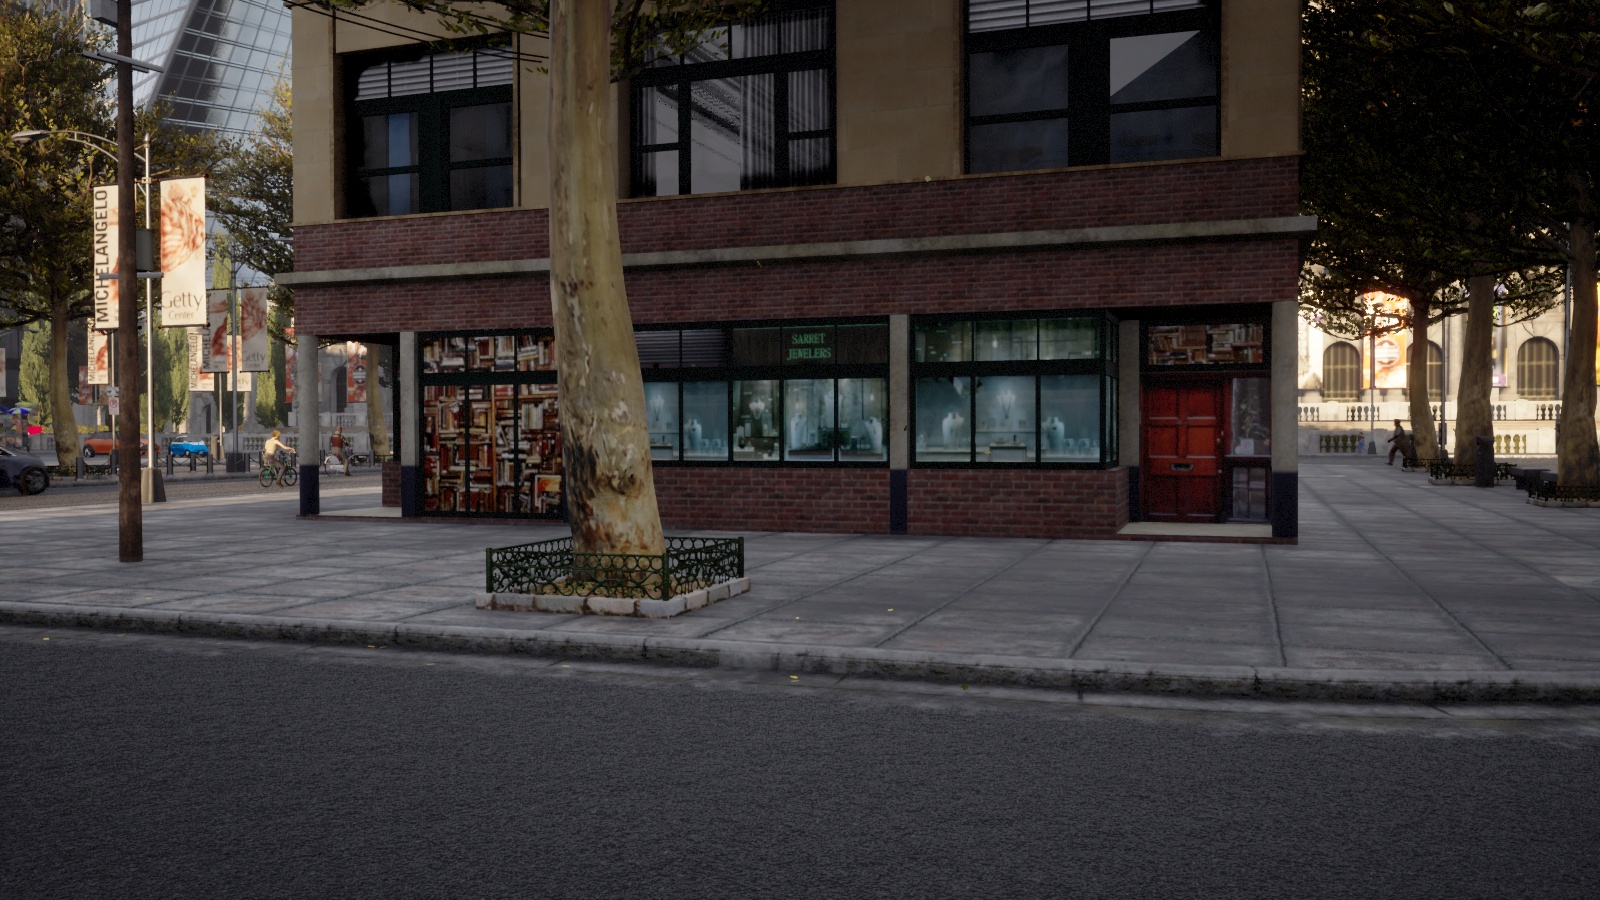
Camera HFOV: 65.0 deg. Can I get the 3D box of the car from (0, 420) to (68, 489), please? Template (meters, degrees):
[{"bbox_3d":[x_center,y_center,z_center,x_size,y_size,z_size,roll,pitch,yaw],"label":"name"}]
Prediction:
[{"bbox_3d":[-20.588,0.107,30.380,2.242,1.667,4.611,1,1,20],"label":"car"}]

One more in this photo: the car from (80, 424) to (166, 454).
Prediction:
[{"bbox_3d":[-41.183,-0.692,76.372,4.553,1.767,2.097,1,1,19],"label":"car"}]

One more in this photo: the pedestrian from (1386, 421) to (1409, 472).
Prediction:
[{"bbox_3d":[21.841,-0.126,45.901,0.694,1.848,0.540,1,1,20],"label":"pedestrian"}]

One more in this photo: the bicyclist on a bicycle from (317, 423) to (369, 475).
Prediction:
[{"bbox_3d":[-15.905,-0.063,43.725,0.659,1.776,1.843,1,1,20],"label":"bicyclist on a bicycle"}]

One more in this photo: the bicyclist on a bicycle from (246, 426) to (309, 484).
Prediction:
[{"bbox_3d":[-14.920,0.132,35.906,0.866,1.612,1.509,1,1,20],"label":"bicyclist on a bicycle"}]

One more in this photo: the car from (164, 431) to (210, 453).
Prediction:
[{"bbox_3d":[-38.622,-0.531,79.176,2.207,1.376,1.481,0,1,20],"label":"car"}]
